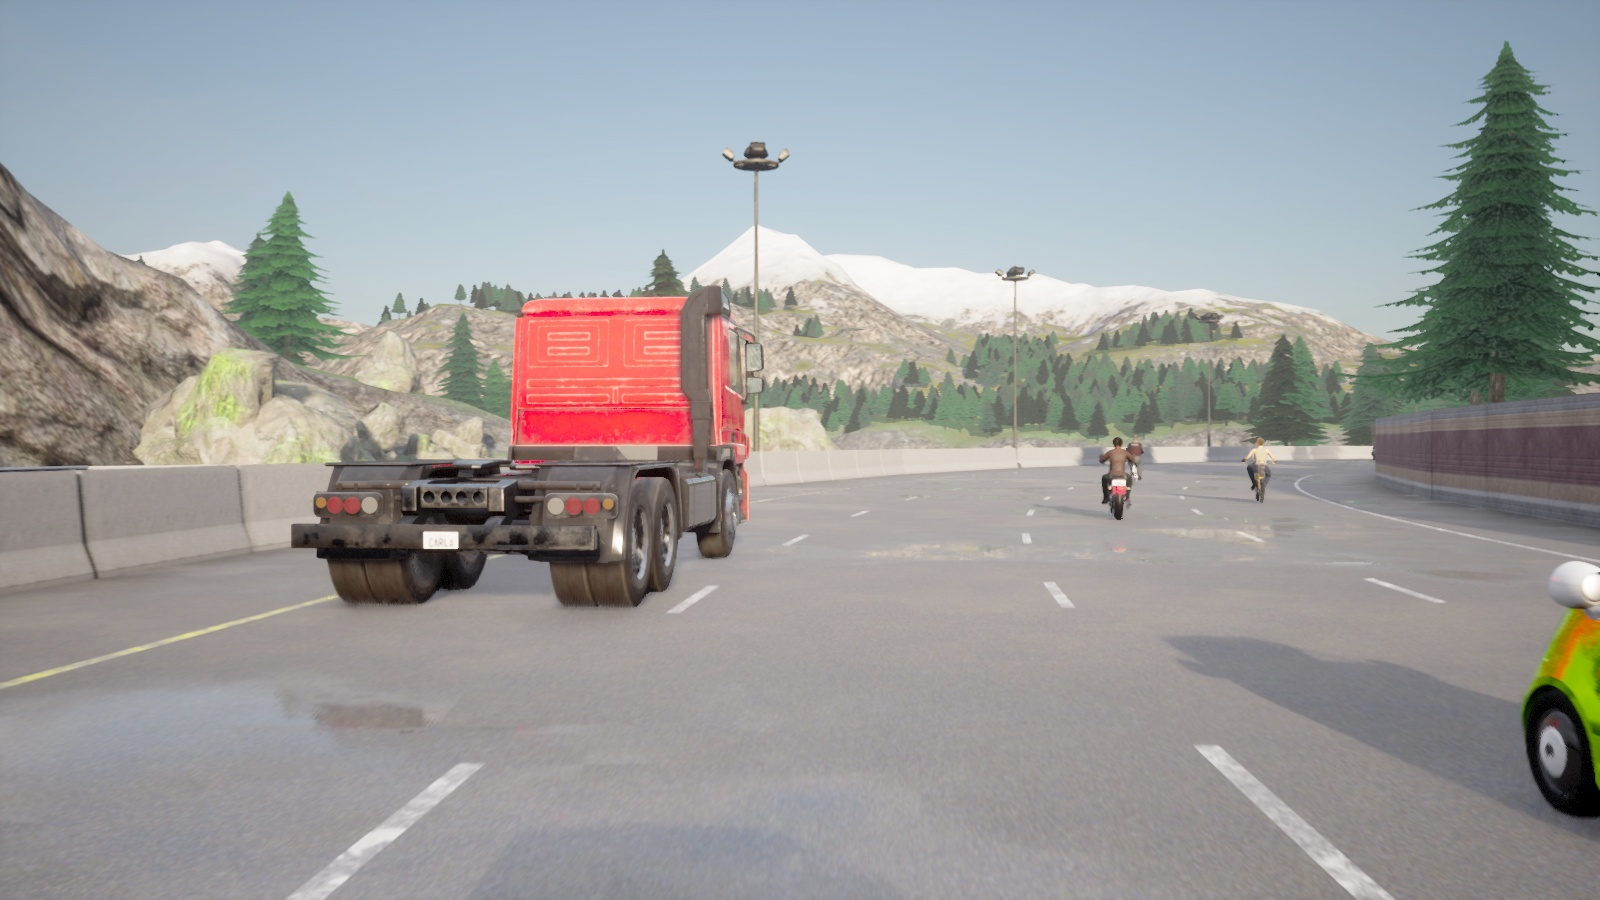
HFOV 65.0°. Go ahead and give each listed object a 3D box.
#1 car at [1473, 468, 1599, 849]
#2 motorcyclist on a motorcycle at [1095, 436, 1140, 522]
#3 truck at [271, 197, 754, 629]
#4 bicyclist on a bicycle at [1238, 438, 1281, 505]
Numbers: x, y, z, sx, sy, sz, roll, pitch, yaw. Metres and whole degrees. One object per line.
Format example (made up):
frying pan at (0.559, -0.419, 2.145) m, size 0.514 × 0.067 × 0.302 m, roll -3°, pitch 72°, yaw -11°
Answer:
car at (3.673, 0.780, 4.436) m, size 1.481 × 1.376 × 2.207 m, roll 0°, pitch 1°, yaw 3°
motorcyclist on a motorcycle at (6.422, 0.561, 25.505) m, size 0.766 × 1.649 × 2.350 m, roll 1°, pitch 0°, yaw 12°
truck at (-2.519, -0.318, 14.172) m, size 2.891 × 3.462 × 7.936 m, roll 0°, pitch 0°, yaw 6°
bicyclist on a bicycle at (11.475, 0.520, 31.374) m, size 0.866 × 1.612 × 1.509 m, roll 0°, pitch 0°, yaw 15°
